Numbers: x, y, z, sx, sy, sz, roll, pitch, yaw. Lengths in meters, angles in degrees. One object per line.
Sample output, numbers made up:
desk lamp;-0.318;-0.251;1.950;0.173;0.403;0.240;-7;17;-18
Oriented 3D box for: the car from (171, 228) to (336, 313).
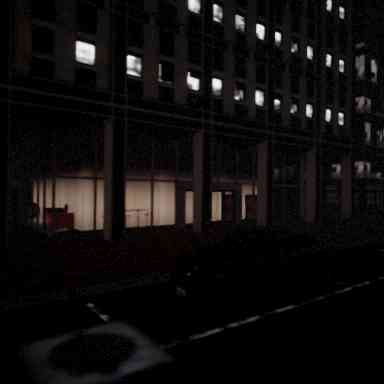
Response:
car;1.577;1.555;7.669;4.313;1.339;1.947;0;1;-35
